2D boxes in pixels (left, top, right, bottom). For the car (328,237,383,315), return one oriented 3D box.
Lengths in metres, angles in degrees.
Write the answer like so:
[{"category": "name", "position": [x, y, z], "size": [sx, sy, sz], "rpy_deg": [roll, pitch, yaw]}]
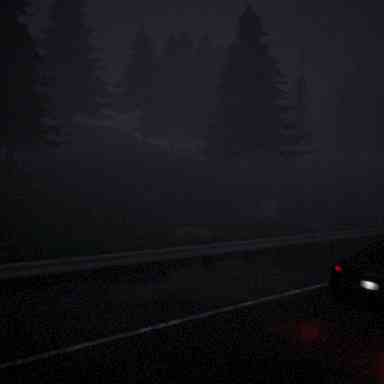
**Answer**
[{"category": "car", "position": [4.759, 1.612, 6.934], "size": [4.181, 1.385, 1.994], "rpy_deg": [0, 0, -34]}]
